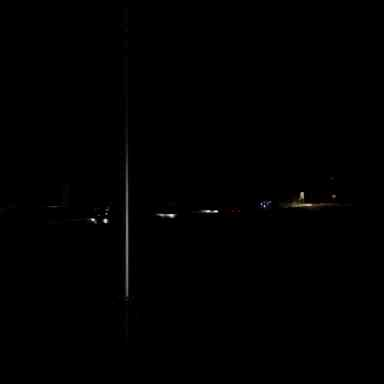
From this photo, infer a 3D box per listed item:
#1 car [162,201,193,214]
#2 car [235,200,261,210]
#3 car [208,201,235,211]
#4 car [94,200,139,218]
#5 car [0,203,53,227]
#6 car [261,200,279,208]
[{"bbox_3d":[-1.683,1.865,40.823,1.812,1.442,4.674,-1,-1,35],"label":"car"},{"bbox_3d":[7.800,1.914,49.389,2.128,1.511,4.902,-1,-1,35],"label":"car"},{"bbox_3d":[4.086,1.994,49.053,1.994,1.385,4.181,-1,-1,35],"label":"car"},{"bbox_3d":[-7.368,1.599,32.661,2.097,1.767,4.553,-1,-1,35],"label":"car"},{"bbox_3d":[-12.885,1.634,24.726,1.882,1.535,5.008,-1,-1,35],"label":"car"},{"bbox_3d":[13.493,2.112,57.656,1.895,1.301,4.718,-1,-1,35],"label":"car"}]
